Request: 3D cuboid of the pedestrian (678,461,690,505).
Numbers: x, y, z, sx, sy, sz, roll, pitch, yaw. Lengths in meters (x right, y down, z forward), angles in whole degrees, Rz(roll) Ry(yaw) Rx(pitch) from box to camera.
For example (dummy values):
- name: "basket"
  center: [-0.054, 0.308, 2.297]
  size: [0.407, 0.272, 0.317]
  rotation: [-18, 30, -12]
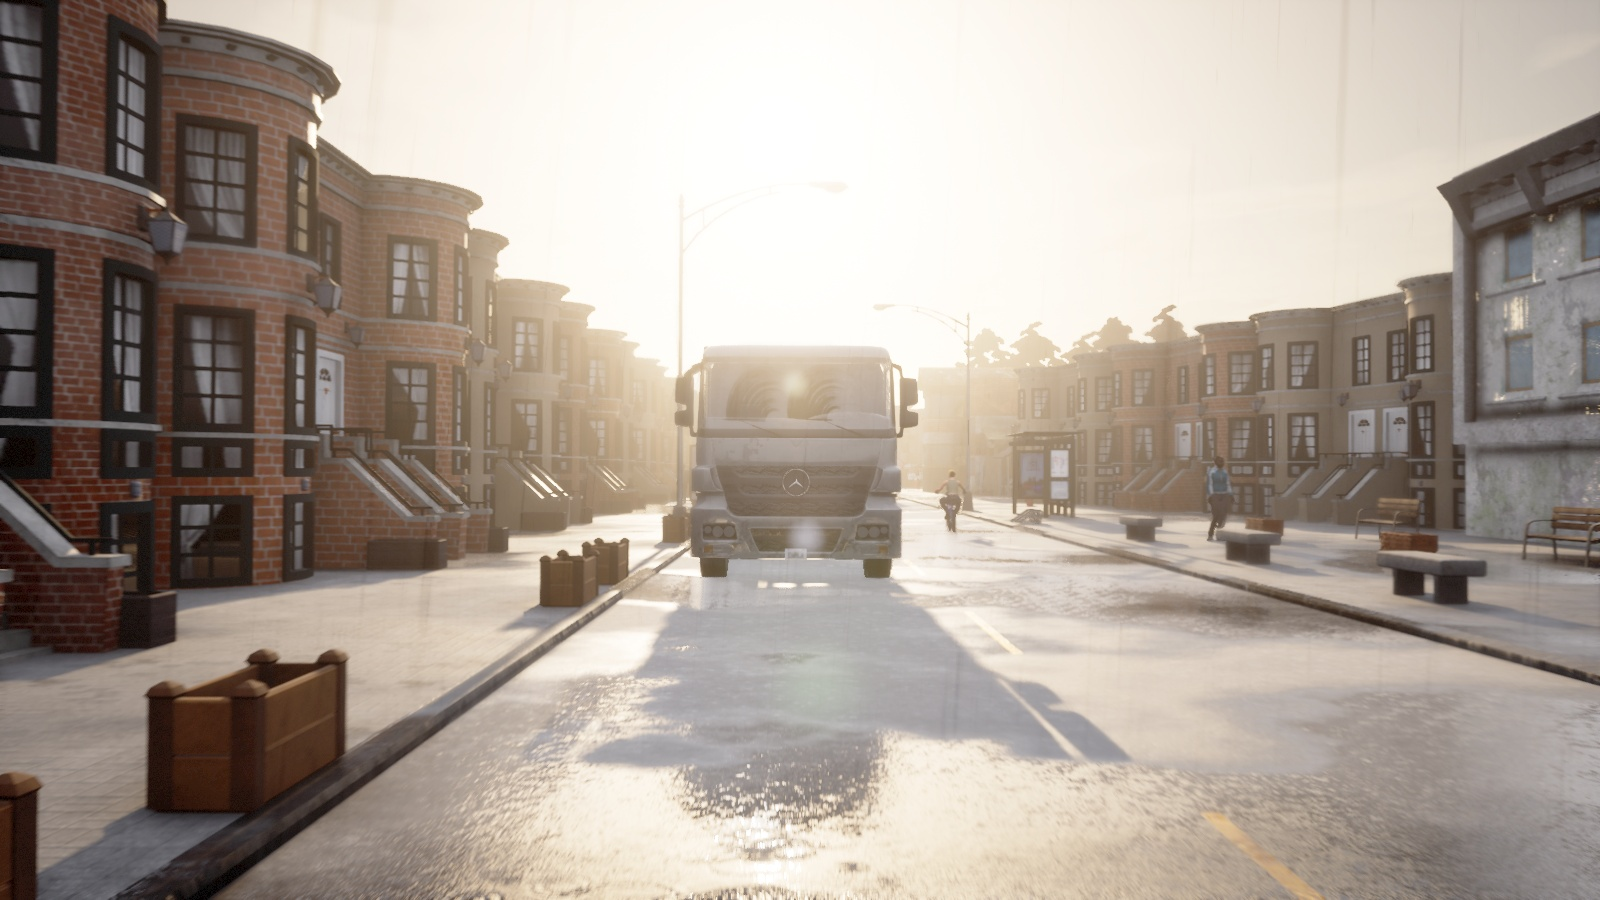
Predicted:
- name: "pedestrian"
  center: [-5.201, 1.485, 56.161]
  size: [0.423, 1.949, 0.788]
  rotation: [0, -1, -12]

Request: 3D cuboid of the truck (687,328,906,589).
- name: "truck"
  center: [-0.052, 0.179, 20.687]
  size: [2.891, 3.462, 7.936]
  rotation: [0, -1, 0]

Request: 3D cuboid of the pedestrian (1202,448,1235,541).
- name: "pedestrian"
  center: [8.808, 0.932, 26.433]
  size: [0.396, 1.930, 0.692]
  rotation: [0, -1, -6]

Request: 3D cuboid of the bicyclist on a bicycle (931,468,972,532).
- name: "bicyclist on a bicycle"
  center: [3.936, 1.284, 32.751]
  size: [0.866, 1.612, 1.509]
  rotation: [0, -1, 0]
